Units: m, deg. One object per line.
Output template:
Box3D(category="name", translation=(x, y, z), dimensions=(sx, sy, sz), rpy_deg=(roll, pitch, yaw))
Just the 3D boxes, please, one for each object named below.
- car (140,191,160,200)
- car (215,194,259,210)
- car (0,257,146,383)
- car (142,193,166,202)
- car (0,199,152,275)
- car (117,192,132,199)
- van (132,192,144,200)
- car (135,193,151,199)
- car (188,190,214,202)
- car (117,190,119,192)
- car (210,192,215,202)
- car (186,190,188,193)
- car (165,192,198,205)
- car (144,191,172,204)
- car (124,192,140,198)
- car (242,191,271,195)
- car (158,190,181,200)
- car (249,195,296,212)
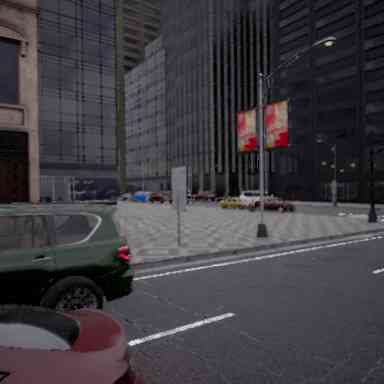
Box3D(category="car", translation=(-8.514, 0.694, 66.802), dimensions=(2.097, 1.767, 4.553), rpy_deg=(-1, 1, -36))
Box3D(category="car", translation=(5.132, 1.240, 37.901), dimensions=(1.752, 1.417, 4.829), rpy_deg=(-1, 1, -36))
Box3D(category="car", translation=(-2.524, 1.530, 1.882), dimensions=(4.674, 1.442, 1.812), rpy_deg=(0, 0, -35))
Box3D(category="car", translation=(-6.821, 1.002, 59.316), dimensions=(2.033, 1.411, 5.357), rpy_deg=(-1, 1, -36))
Box3D(category="car", translation=(-3.629, 1.223, 5.087), dimensions=(5.566, 2.045, 2.150), rpy_deg=(0, 0, -35))
Box3D(category="car", translation=(-11.426, 1.012, 60.845), dimensions=(2.008, 1.369, 4.403), rpy_deg=(0, 1, -36))
Box3D(category="van", translation=(-8.134, 0.856, 56.282), dimensions=(1.690, 1.788, 3.998), rpy_deg=(0, 1, -36))
Box3D(category="car", translation=(-11.093, 0.797, 74.952), dimensions=(1.802, 1.307, 4.206), rpy_deg=(0, 1, -36))
Box3D(category="car", translation=(2.072, 0.748, 56.706), dimensions=(2.192, 1.841, 5.009), rpy_deg=(0, 1, -36))
Box3D(category="car", translation=(-20.967, 0.357, 88.631), dimensions=(2.192, 1.841, 5.009), rpy_deg=(0, 1, -36))
Box3D(category="car", translation=(5.364, 1.050, 52.148), dimensions=(1.947, 1.339, 4.313), rpy_deg=(0, 1, -36))
Box3D(category="car", translation=(-2.356, 0.657, 58.336), dimensions=(2.150, 2.045, 5.566), rpy_deg=(-1, 1, -38))
Box3D(category="car", translation=(-1.550, 1.162, 47.162), dimensions=(1.887, 1.381, 4.507), rpy_deg=(0, 1, -36))
Box3D(category="car", translation=(-4.842, 0.882, 51.720), dimensions=(2.192, 1.841, 5.009), rpy_deg=(0, 1, -36))
Box3D(category="car", translation=(-14.385, 0.702, 79.512), dimensions=(1.887, 1.381, 4.507), rpy_deg=(0, 1, -36))
Box3D(category="car", translation=(7.952, 0.901, 38.686), dimensions=(2.150, 2.045, 5.566), rpy_deg=(-1, 1, -36))
Box3D(category="car", translation=(-4.510, 0.642, 65.828), dimensions=(2.192, 1.841, 5.009), rpy_deg=(0, 1, -36))
Box3D(category="car", translation=(8.325, 1.304, 33.478), dimensions=(1.887, 1.381, 4.507), rpy_deg=(-1, 1, -36))
